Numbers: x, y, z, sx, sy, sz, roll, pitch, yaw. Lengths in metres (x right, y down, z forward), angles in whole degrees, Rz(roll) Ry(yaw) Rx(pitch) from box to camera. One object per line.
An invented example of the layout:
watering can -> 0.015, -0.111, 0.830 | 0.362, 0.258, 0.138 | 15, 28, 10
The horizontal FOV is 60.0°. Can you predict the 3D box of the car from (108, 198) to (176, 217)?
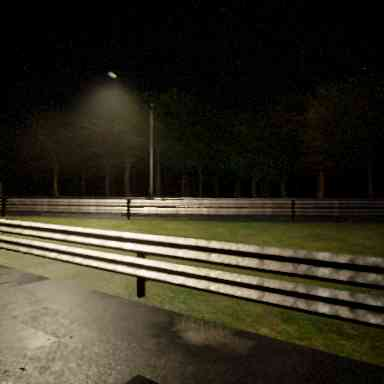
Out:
car -> -3.887, 1.189, 26.203 | 5.357, 1.411, 2.033 | 0, 0, 17
